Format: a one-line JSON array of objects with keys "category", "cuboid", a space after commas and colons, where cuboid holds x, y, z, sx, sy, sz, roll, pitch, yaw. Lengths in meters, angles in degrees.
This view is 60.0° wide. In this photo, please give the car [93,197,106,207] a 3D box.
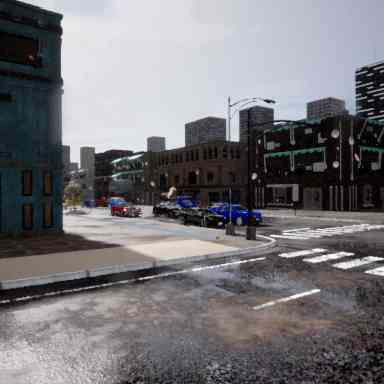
[{"category": "car", "cuboid": [-16.483, 1.944, 63.351, 2.192, 1.841, 5.009, -1, 0, -35]}]

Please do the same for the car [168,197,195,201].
[{"category": "car", "cuboid": [-1.706, 1.556, 38.108, 2.150, 2.045, 5.566, -1, 0, -35]}]

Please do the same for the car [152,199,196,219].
[{"category": "car", "cuboid": [-2.196, 1.817, 33.293, 2.128, 1.511, 4.902, -1, 0, -35]}]

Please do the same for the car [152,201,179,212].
[{"category": "car", "cuboid": [-3.646, 1.970, 45.308, 1.802, 1.307, 4.206, -1, 0, -35]}]

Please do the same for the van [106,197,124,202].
[{"category": "van", "cuboid": [-13.275, 1.911, 58.840, 1.690, 1.788, 3.998, -1, 0, -35]}]

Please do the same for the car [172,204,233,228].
[{"category": "car", "cuboid": [0.676, 1.817, 24.560, 1.947, 1.339, 4.313, -1, 0, -35]}]

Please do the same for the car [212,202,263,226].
[{"category": "car", "cuboid": [3.203, 1.695, 25.696, 1.882, 1.535, 5.008, -1, 0, -36]}]

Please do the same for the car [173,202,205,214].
[{"category": "car", "cuboid": [-0.439, 1.908, 40.798, 1.802, 1.307, 4.206, -2, 0, -35]}]

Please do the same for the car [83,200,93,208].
[{"category": "car", "cuboid": [-19.535, 2.198, 63.212, 1.812, 1.442, 4.674, -1, 0, -35]}]

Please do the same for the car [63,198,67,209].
[{"category": "car", "cuboid": [-23.208, 2.236, 58.355, 1.752, 1.417, 4.829, -1, 0, -35]}]

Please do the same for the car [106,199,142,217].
[{"category": "car", "cuboid": [-7.270, 1.849, 35.939, 1.967, 1.590, 4.097, -1, 0, -35]}]

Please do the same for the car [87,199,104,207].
[{"category": "car", "cuboid": [-19.686, 2.232, 67.862, 1.887, 1.381, 4.507, -1, 0, -35]}]

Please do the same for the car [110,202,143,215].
[{"category": "car", "cuboid": [-8.328, 1.992, 41.926, 2.033, 1.411, 5.357, -1, 0, -35]}]
